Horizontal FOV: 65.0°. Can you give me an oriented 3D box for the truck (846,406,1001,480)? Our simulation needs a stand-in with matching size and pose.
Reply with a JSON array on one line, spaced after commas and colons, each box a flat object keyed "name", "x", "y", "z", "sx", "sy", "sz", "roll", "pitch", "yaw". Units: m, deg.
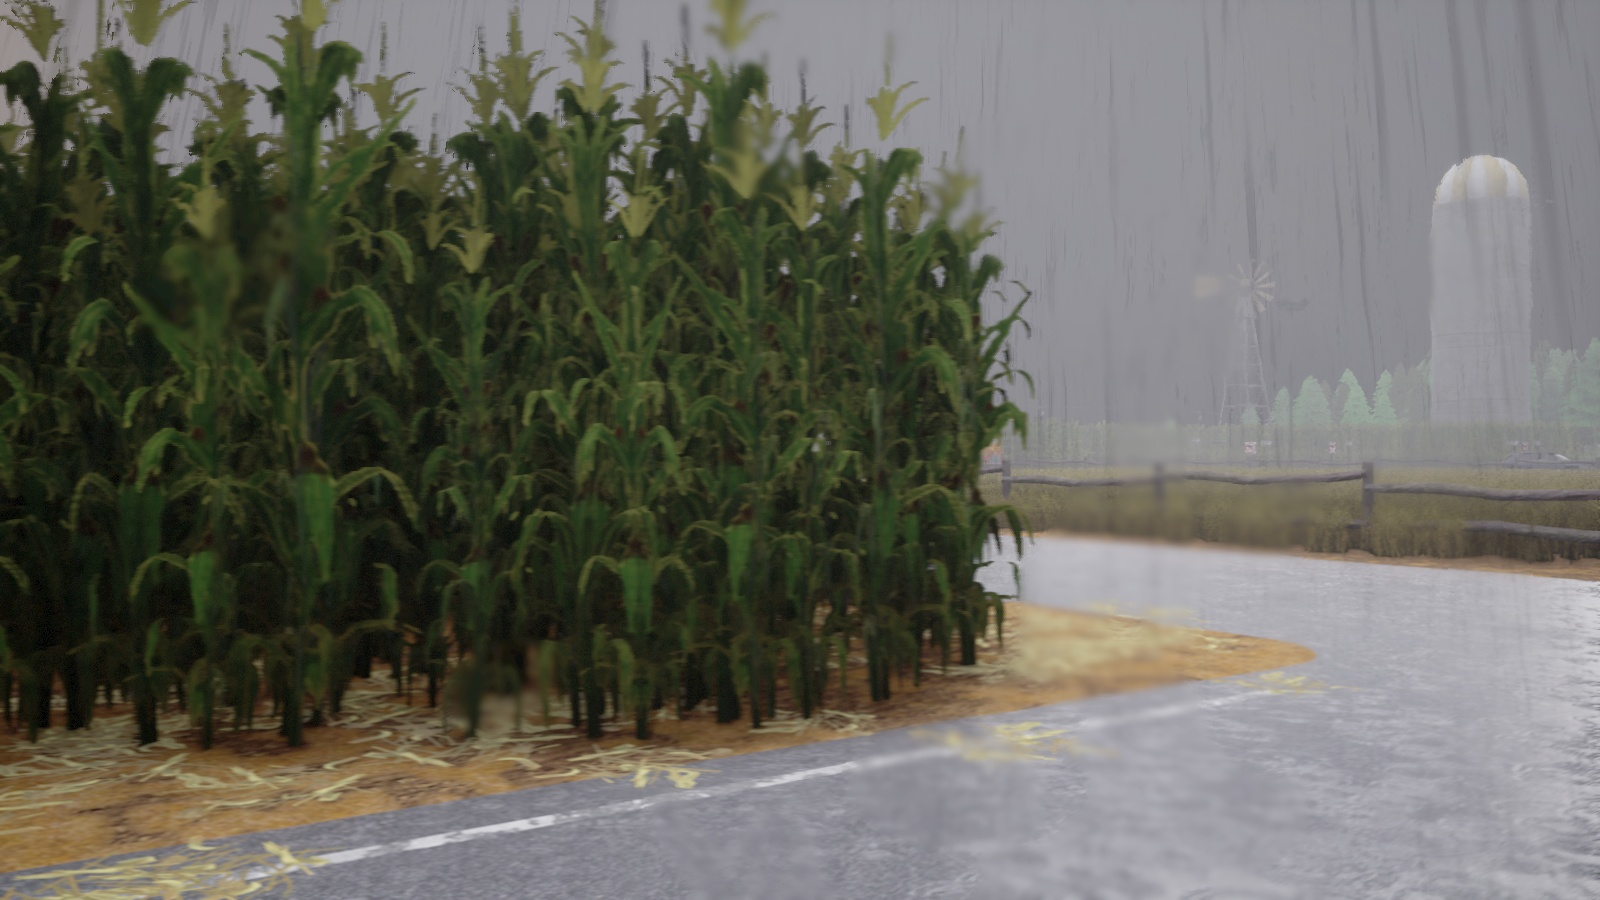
[{"name": "truck", "x": 6.782, "y": -0.324, "z": 68.155, "sx": 8.468, "sy": 3.827, "sz": 2.891, "roll": 0, "pitch": 0, "yaw": -35}]

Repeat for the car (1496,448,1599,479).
[{"name": "car", "x": 42.044, "y": 0.736, "z": 70.491, "sx": 2.033, "sy": 1.649, "sz": 4.856, "roll": 0, "pitch": 0, "yaw": -43}]
